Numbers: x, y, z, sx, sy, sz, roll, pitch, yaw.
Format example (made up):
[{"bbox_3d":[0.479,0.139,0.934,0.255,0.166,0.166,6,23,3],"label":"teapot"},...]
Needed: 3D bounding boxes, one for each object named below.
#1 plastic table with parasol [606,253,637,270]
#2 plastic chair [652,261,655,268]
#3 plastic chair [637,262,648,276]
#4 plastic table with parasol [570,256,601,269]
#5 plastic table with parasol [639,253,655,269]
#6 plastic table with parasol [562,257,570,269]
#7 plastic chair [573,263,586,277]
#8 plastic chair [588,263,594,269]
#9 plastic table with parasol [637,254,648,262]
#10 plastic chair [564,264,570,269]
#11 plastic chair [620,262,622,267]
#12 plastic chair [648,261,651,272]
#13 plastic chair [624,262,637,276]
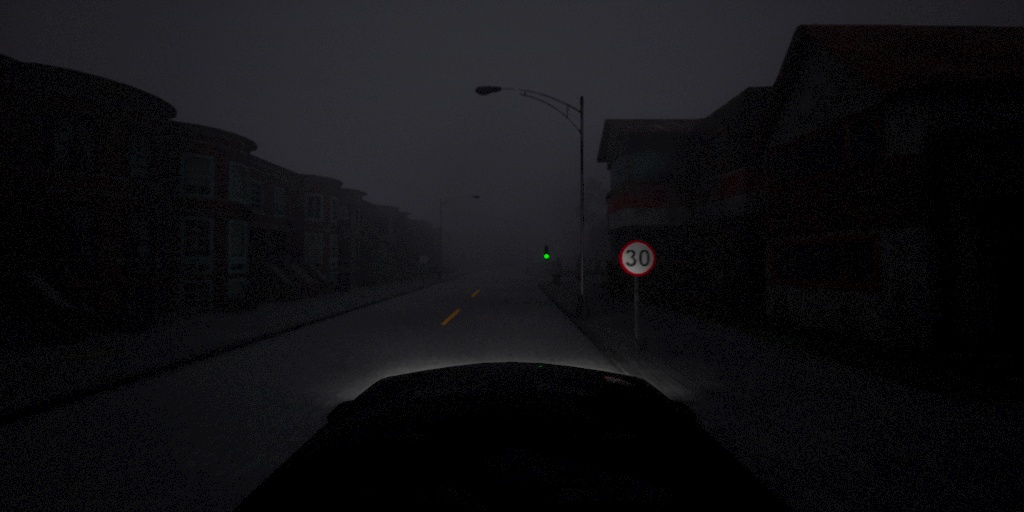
[{"bbox_3d":[15.289,1.237,49.998,2.482,2.480,2.482,0,0,-40],"label":"plastic table with parasol"},{"bbox_3d":[22.890,1.890,56.264,0.750,1.272,0.730,0,0,-34],"label":"plastic chair"},{"bbox_3d":[19.142,1.871,53.034,0.750,1.272,0.730,0,0,-35],"label":"plastic chair"},{"bbox_3d":[10.059,1.257,48.995,2.482,2.480,2.482,0,0,-40],"label":"plastic table with parasol"},{"bbox_3d":[22.046,1.233,57.256,2.482,2.480,2.482,0,0,-39],"label":"plastic table with parasol"},{"bbox_3d":[9.618,1.271,53.485,2.482,2.480,2.482,0,0,-40],"label":"plastic table with parasol"},{"bbox_3d":[9.029,1.853,48.251,0.730,1.272,0.750,0,0,-40],"label":"plastic chair"},{"bbox_3d":[10.962,1.850,48.022,0.750,1.272,0.730,0,0,-35],"label":"plastic chair"},{"bbox_3d":[18.254,1.249,53.986,2.482,2.480,2.482,0,0,-42],"label":"plastic table with parasol"},{"bbox_3d":[8.587,1.864,52.741,0.730,1.272,0.750,0,0,-40],"label":"plastic chair"},{"bbox_3d":[14.259,1.845,49.253,0.730,1.272,0.750,0,0,-40],"label":"plastic chair"},{"bbox_3d":[21.038,1.899,56.506,0.730,1.272,0.750,0,0,-41],"label":"plastic chair"},{"bbox_3d":[16.191,1.831,49.025,0.750,1.272,0.730,0,0,-35],"label":"plastic chair"}]
